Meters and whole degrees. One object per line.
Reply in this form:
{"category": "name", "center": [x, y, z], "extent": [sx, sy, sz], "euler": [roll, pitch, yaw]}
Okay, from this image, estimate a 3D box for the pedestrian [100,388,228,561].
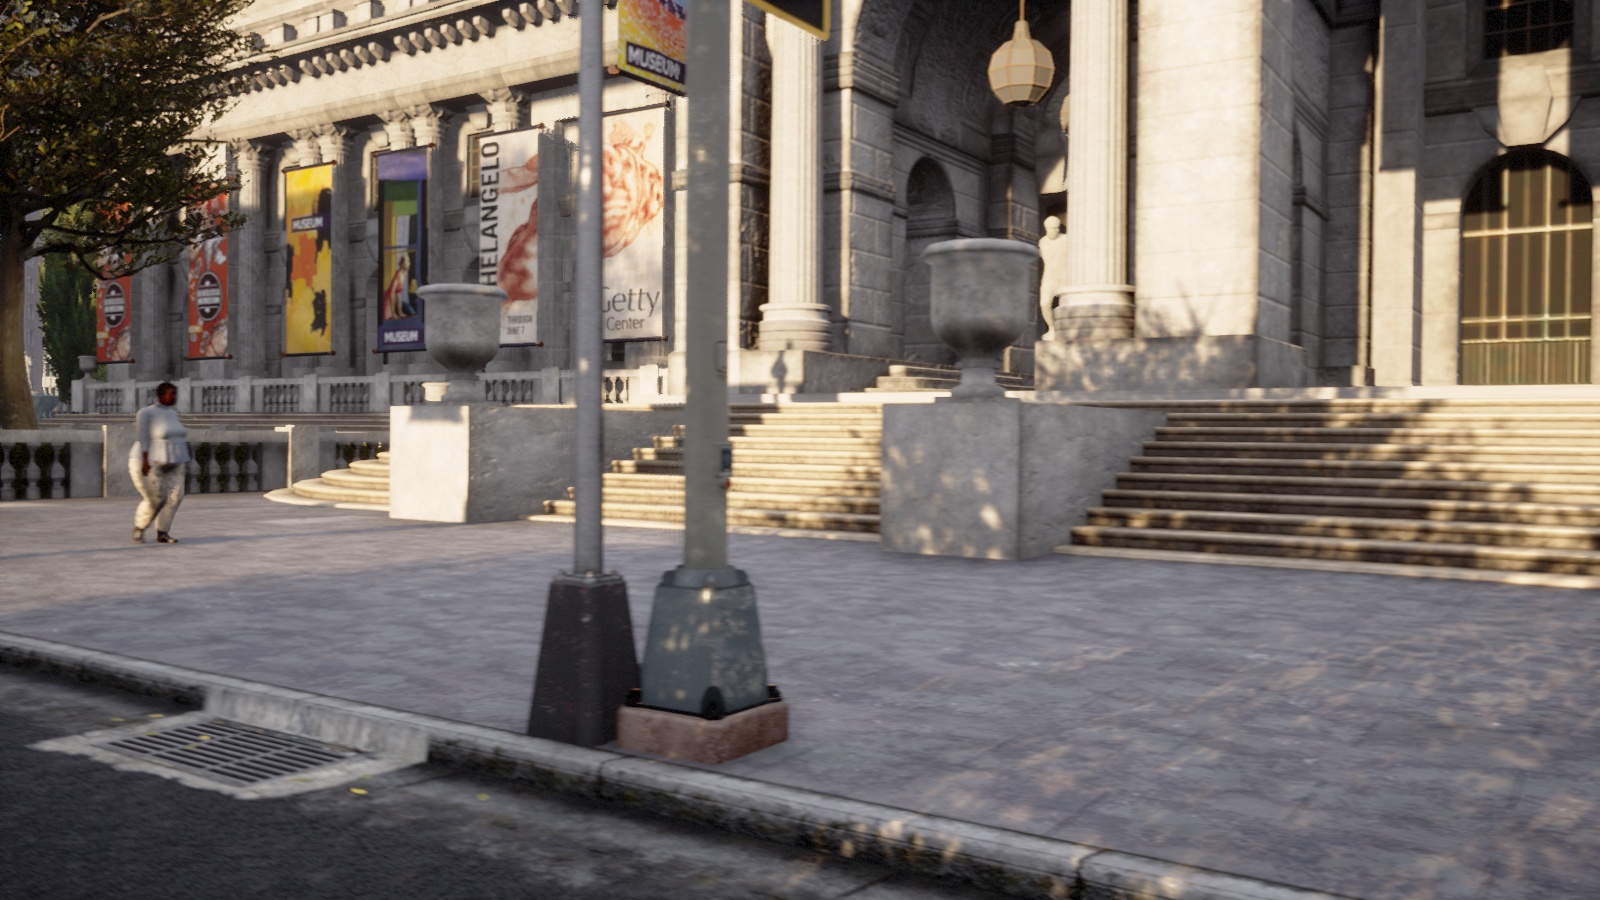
{"category": "pedestrian", "center": [-7.082, 0.261, 14.014], "extent": [0.900, 1.855, 0.874], "euler": [0, 1, 18]}
